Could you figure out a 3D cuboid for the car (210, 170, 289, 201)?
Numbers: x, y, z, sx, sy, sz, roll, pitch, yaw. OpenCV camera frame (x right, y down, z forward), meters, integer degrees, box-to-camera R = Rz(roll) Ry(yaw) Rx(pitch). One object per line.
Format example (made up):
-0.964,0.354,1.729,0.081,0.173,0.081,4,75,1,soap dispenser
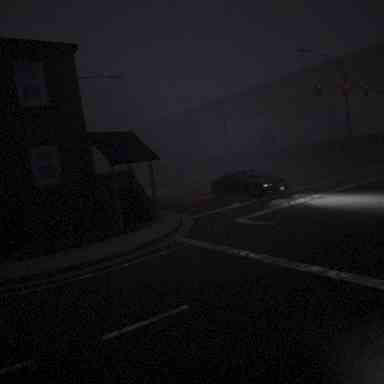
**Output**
2.961,-0.446,18.098,2.128,1.511,4.902,-12,7,-34,car

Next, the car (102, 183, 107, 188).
-11.527,-0.502,39.411,2.128,1.511,4.902,-12,7,-34,car
